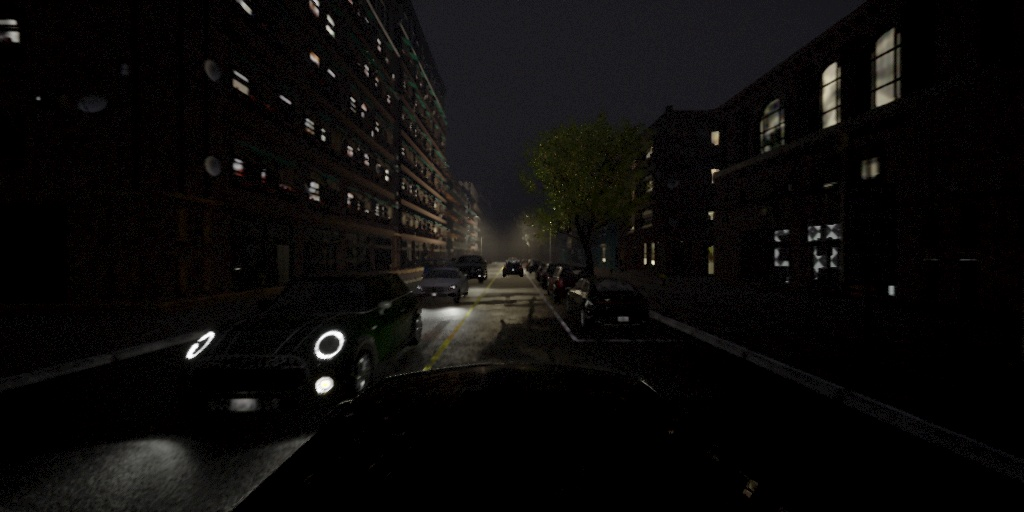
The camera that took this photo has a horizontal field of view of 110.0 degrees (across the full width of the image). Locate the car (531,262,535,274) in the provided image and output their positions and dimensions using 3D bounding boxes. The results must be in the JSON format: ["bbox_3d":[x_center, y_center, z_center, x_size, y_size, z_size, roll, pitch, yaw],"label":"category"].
[{"bbox_3d":[2.693,1.282,27.942,1.802,1.307,4.207,0,0,0],"label":"car"}]

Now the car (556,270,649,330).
[{"bbox_3d":[2.692,1.282,10.851,2.007,1.370,4.403,0,0,0],"label":"car"}]

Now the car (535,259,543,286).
[{"bbox_3d":[2.692,1.150,22.245,1.967,1.591,4.097,0,0,0],"label":"car"}]

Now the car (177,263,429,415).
[{"bbox_3d":[-3.071,1.093,6.308,2.097,1.767,4.553,0,0,-1],"label":"car"}]

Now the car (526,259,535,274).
[{"bbox_3d":[2.694,1.235,39.335,2.007,1.370,4.403,0,0,0],"label":"car"}]

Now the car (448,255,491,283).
[{"bbox_3d":[-3.088,0.923,27.237,2.150,2.045,5.566,0,0,1],"label":"car"}]

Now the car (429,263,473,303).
[{"bbox_3d":[-3.097,1.247,16.607,1.812,1.442,4.674,0,0,0],"label":"car"}]

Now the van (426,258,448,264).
[{"bbox_3d":[-5.688,1.041,27.944,1.690,1.789,3.998,0,0,0],"label":"van"}]

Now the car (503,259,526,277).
[{"bbox_3d":[0.103,1.254,35.227,1.994,1.385,4.181,0,0,0],"label":"car"}]

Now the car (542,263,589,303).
[{"bbox_3d":[2.692,1.161,16.549,1.967,1.591,4.097,0,0,0],"label":"car"}]
